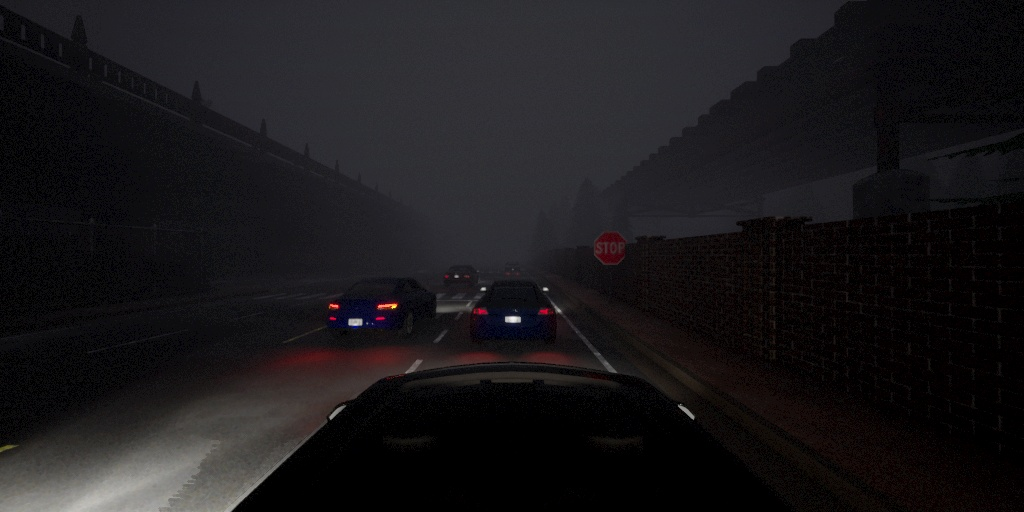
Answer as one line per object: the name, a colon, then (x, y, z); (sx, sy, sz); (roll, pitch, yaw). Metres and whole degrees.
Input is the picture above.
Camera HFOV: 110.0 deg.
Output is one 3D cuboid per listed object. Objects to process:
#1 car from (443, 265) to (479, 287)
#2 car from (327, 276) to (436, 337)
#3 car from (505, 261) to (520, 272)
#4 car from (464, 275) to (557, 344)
car: (-3.377, 1.297, 24.524); (2.033, 1.411, 5.357); (0, 0, 0)
car: (-3.419, 1.276, 10.113); (1.812, 1.442, 4.674); (0, 0, 0)
car: (0.076, 1.350, 45.846); (1.895, 1.301, 4.718); (0, 0, -1)
car: (0.063, 1.314, 9.593); (1.994, 1.385, 4.181); (0, 0, 1)
